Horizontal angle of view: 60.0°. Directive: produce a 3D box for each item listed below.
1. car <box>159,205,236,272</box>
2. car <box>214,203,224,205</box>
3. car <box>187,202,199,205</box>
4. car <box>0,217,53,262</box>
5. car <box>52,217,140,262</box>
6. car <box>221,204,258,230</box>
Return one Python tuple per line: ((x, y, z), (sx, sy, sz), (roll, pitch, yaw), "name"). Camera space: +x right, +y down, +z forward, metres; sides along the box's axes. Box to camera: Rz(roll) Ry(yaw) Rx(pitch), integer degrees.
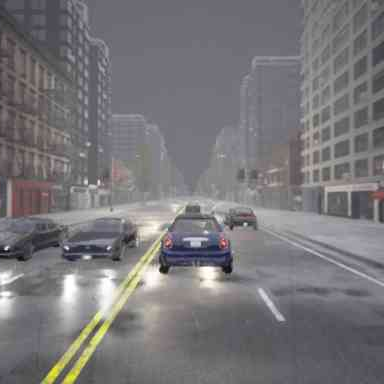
((0.106, 1.502, 11.442), (2.097, 1.767, 4.553), (0, -1, 0), "car")
((3.372, 2.057, 40.786), (1.812, 1.442, 4.674), (0, -1, 0), "car")
((0.122, 2.023, 42.029), (1.882, 1.535, 5.008), (0, 0, 0), "car")
((-6.556, 1.718, 13.149), (2.033, 1.411, 5.357), (0, -1, 0), "car")
((-3.307, 1.720, 13.165), (2.033, 1.411, 5.357), (0, -1, 0), "car")
((3.364, 1.812, 23.417), (1.837, 1.490, 4.892), (0, -1, 0), "car")
